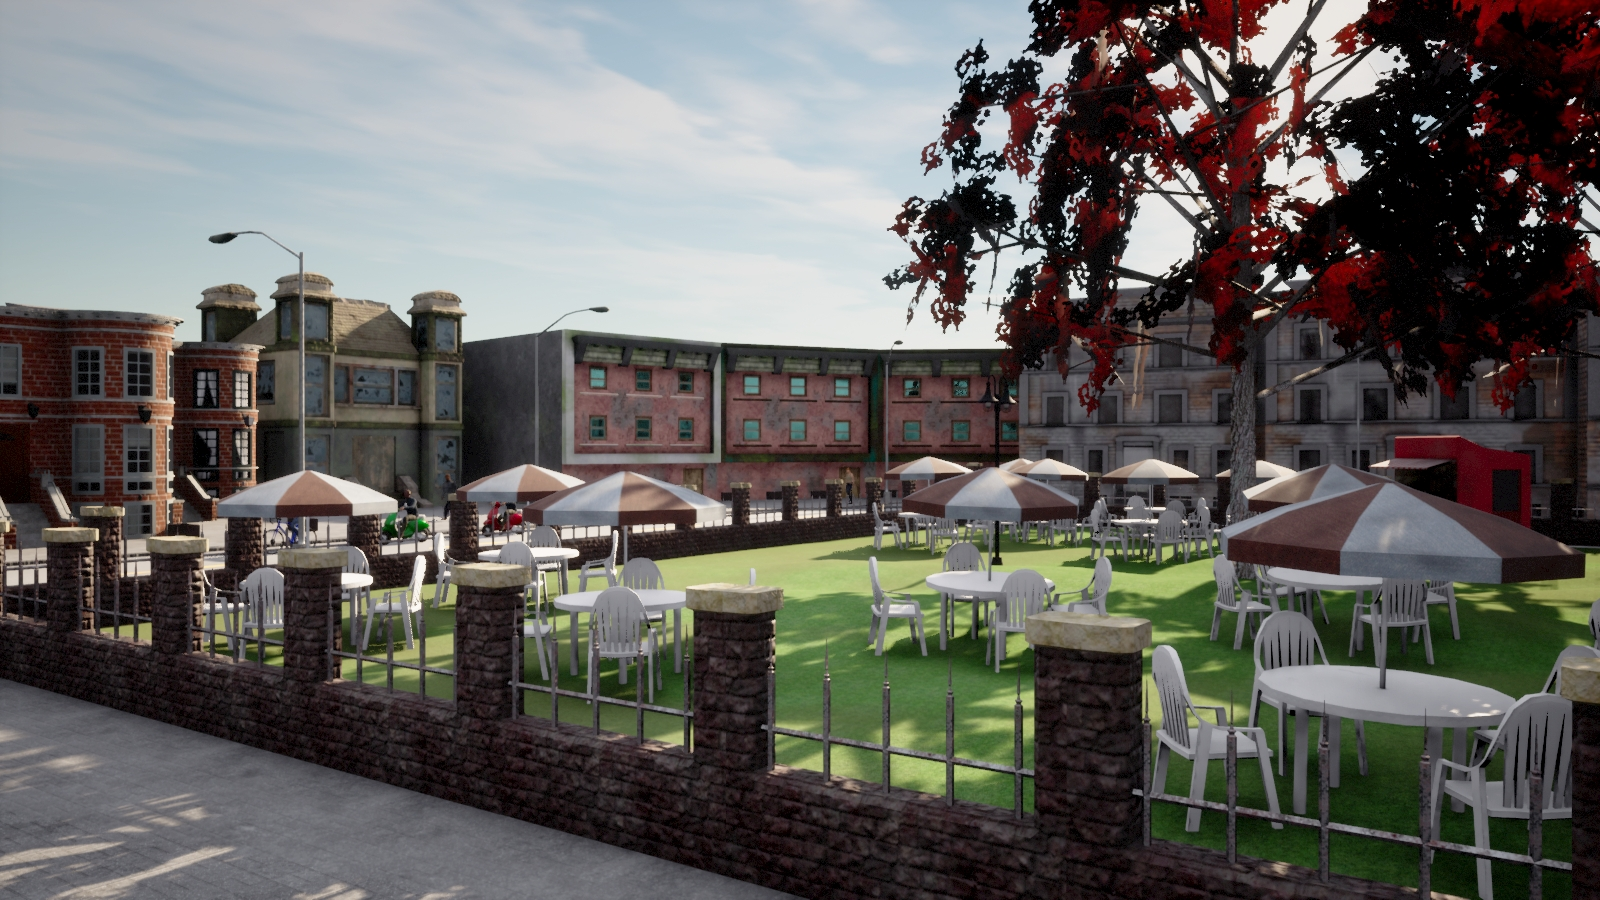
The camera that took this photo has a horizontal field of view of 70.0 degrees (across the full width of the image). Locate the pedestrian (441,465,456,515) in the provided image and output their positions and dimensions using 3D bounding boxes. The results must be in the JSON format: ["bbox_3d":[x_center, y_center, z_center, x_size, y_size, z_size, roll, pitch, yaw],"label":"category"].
[{"bbox_3d":[-13.280,1.516,43.137,0.375,1.860,0.375,0,0,31],"label":"pedestrian"}]

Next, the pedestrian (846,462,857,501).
[{"bbox_3d":[2.467,1.514,55.114,0.375,1.860,0.375,0,0,-37],"label":"pedestrian"}]

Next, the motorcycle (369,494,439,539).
[{"bbox_3d":[-11.759,1.950,33.969,0.856,1.236,1.805,0,0,35],"label":"motorcycle"}]
